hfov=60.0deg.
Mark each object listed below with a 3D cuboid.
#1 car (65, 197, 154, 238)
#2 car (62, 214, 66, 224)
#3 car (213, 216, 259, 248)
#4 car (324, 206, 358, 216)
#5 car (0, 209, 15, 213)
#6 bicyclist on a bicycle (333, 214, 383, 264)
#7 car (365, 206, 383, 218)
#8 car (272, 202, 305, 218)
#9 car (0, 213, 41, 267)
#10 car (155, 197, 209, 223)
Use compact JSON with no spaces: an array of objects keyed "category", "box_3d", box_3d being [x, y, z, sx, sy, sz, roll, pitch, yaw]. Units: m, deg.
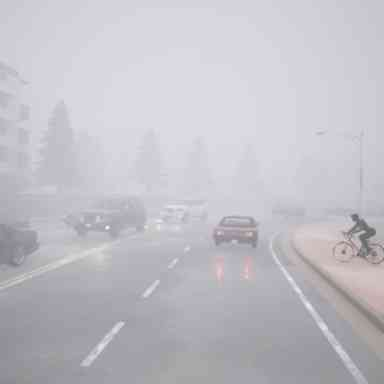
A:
[{"category":"car","box_3d":[-4.343,1.303,18.756,2.150,2.045,5.566,1,-1,14]},{"category":"car","box_3d":[-6.738,1.666,22.978,1.895,1.301,4.718,1,-1,19]},{"category":"car","box_3d":[2.286,1.816,16.146,1.895,1.301,4.718,1,-1,13]},{"category":"car","box_3d":[20.060,2.522,44.562,4.718,1.301,1.895,2,-1,-29]},{"category":"car","box_3d":[-8.817,1.454,14.093,1.812,1.442,4.674,1,-1,10]},{"category":"bicyclist on a bicycle","box_3d":[5.473,1.539,10.884,1.656,1.620,0.582,2,0,7]},{"category":"car","box_3d":[25.042,2.574,43.224,5.357,1.411,2.033,2,-1,-23]},{"category":"car","box_3d":[11.074,1.992,37.988,4.553,1.767,2.097,2,-1,-44]},{"category":"car","box_3d":[-6.188,1.486,8.739,2.033,1.411,5.357,1,-1,7]},{"category":"car","box_3d":[-0.504,1.493,28.689,2.150,2.045,5.566,1,-1,29]}]
